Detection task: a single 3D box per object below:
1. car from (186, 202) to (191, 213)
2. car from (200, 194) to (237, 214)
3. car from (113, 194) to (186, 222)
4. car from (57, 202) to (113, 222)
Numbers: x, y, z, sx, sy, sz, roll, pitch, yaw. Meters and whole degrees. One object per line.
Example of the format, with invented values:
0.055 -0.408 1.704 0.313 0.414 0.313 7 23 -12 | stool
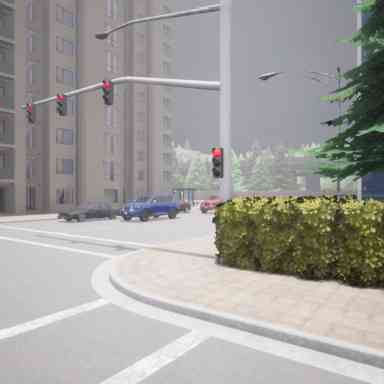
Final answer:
-2.100 1.478 34.480 1.882 1.535 5.008 0 0 36 | car
3.062 1.221 35.592 2.150 2.045 5.566 0 0 36 | car
-3.282 1.221 26.957 2.150 2.045 5.566 0 0 36 | car
-7.904 1.547 26.571 2.033 1.411 5.357 0 0 36 | car
